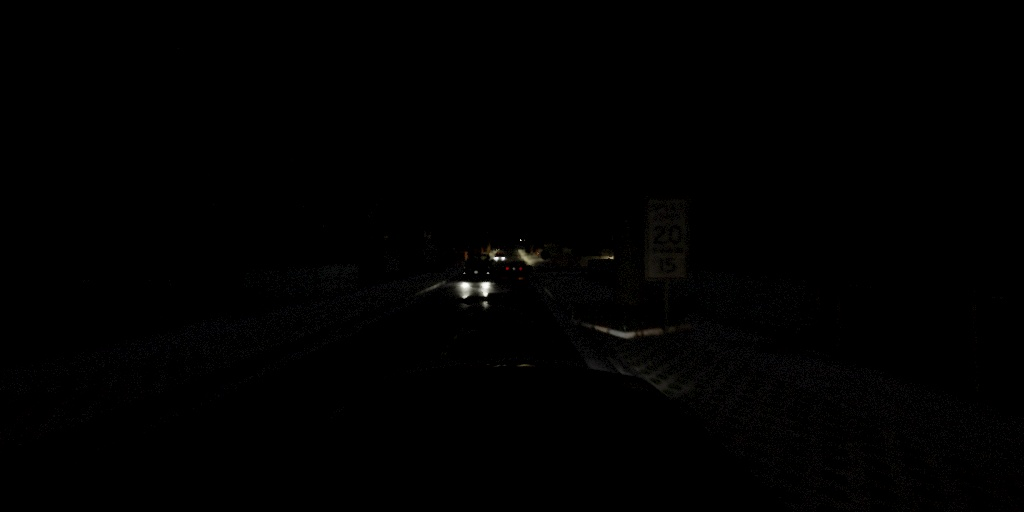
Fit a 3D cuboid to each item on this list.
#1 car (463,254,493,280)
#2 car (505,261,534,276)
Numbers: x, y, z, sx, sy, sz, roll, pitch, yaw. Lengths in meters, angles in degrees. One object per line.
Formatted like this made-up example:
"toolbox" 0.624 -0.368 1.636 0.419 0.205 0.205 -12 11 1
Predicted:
"car" -2.746 0.852 30.081 2.150 2.045 5.566 0 0 0
"car" 0.762 1.133 34.268 2.033 1.411 5.357 0 1 14
